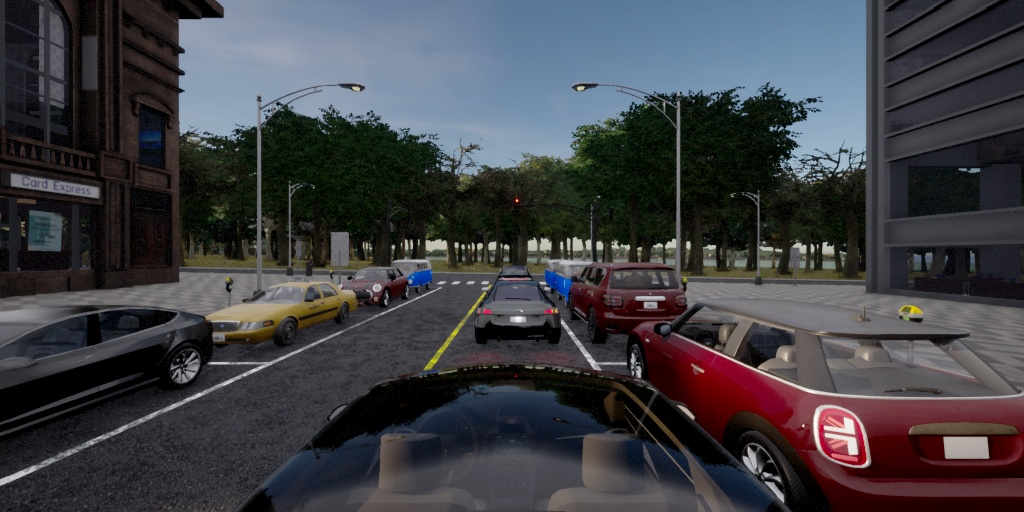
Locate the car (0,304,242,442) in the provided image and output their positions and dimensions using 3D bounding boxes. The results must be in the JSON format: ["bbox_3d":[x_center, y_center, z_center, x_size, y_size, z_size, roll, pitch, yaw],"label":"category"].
[{"bbox_3d":[-5.758,1.316,4.138,1.948,1.339,4.313,0,0,0],"label":"car"}]

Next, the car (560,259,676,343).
[{"bbox_3d":[2.779,1.065,9.558,2.192,1.841,5.009,0,0,0],"label":"car"}]

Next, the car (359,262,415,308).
[{"bbox_3d":[-5.735,1.190,15.013,1.967,1.591,4.097,0,0,0],"label":"car"}]

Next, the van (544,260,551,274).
[{"bbox_3d":[2.802,1.092,20.433,1.690,1.789,3.998,0,0,0],"label":"van"}]

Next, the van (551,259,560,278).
[{"bbox_3d":[2.790,1.091,14.995,1.690,1.789,3.998,0,0,0],"label":"van"}]

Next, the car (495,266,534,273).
[{"bbox_3d":[0.136,1.243,18.488,2.128,1.511,4.902,0,0,0],"label":"car"}]

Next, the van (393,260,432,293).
[{"bbox_3d":[-5.723,1.092,20.451,1.690,1.789,3.998,0,0,0],"label":"van"}]

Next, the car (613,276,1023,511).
[{"bbox_3d":[2.767,1.190,4.120,1.967,1.591,4.097,0,0,0],"label":"car"}]

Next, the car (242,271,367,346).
[{"bbox_3d":[-5.747,1.275,9.406,1.751,1.417,4.829,0,0,0],"label":"car"}]

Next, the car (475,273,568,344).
[{"bbox_3d":[0.121,1.314,9.607,1.994,1.385,4.181,0,0,0],"label":"car"}]
